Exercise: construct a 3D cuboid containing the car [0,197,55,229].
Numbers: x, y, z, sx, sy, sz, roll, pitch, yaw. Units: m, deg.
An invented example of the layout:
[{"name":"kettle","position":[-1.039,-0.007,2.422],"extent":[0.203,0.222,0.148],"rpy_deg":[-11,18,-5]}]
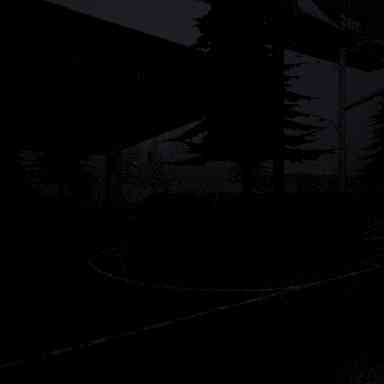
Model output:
[{"name":"car","position":[-11.886,1.313,23.526],"extent":[3.866,1.878,1.905],"rpy_deg":[0,0,-36]}]
